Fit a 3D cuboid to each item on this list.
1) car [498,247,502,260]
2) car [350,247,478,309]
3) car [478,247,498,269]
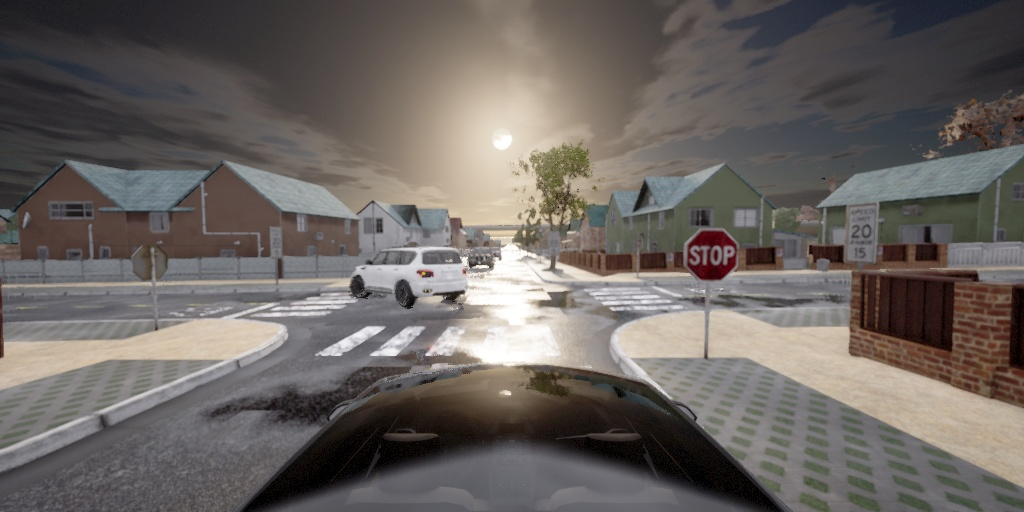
[{"bbox_3d":[-2.784,-0.428,58.318,2.150,2.045,5.566,0,1,0],"label":"car"},{"bbox_3d":[-4.084,0.687,13.781,5.566,2.045,2.150,1,1,42],"label":"car"},{"bbox_3d":[-2.848,0.162,34.419,2.150,2.045,5.566,0,1,0],"label":"car"}]
